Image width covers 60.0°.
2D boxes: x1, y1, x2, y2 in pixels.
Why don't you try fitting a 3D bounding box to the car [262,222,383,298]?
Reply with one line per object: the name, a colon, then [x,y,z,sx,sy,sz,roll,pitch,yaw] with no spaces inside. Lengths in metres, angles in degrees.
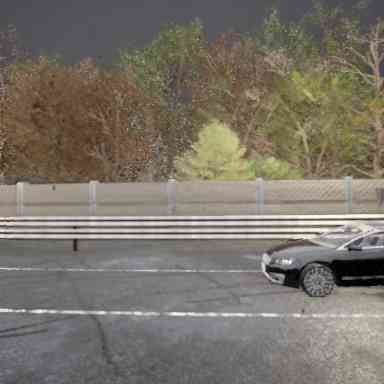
car: [4.163,1.497,7.903,4.902,1.511,2.128,-1,0,1]
